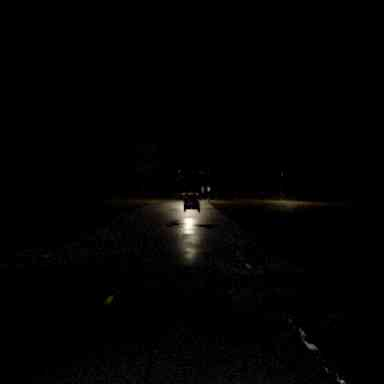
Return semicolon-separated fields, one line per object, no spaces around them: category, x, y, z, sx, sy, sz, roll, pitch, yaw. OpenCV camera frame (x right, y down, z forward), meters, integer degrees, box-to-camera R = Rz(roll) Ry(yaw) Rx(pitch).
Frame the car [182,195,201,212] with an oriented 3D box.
car;-0.041;1.436;37.461;2.128;1.511;4.902;0;0;-1

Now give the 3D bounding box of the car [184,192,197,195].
car;-0.241;0.978;59.773;2.150;2.045;5.566;0;1;0
